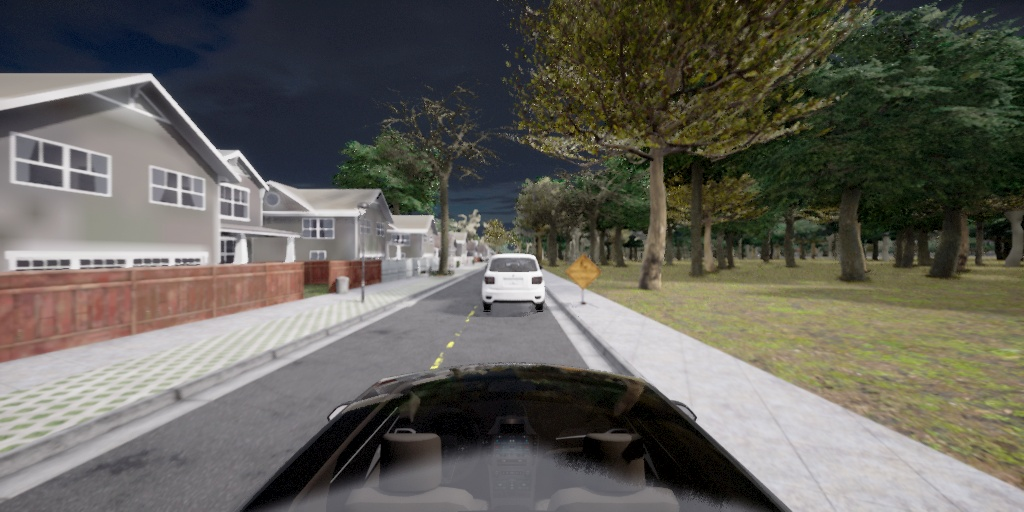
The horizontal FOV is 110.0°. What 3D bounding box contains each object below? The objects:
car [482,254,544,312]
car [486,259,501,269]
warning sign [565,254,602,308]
[{"bbox_3d":[0.064,0.949,14.323,2.150,2.045,5.566,0,0,0],"label":"car"},{"bbox_3d":[-2.817,1.231,54.399,1.994,1.385,4.181,0,0,0],"label":"car"},{"bbox_3d":[2.518,0.844,12.736,1.300,1.860,1.060,0,0,0],"label":"warning sign"}]
